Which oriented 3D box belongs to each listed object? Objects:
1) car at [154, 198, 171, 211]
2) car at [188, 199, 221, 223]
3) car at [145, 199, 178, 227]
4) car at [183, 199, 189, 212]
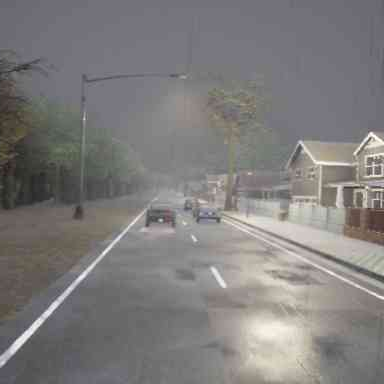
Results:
[{"bbox_3d":[-3.528,1.432,39.657,1.895,1.301,4.718,2,0,-5],"label":"car"},{"bbox_3d":[1.094,1.572,26.171,2.033,1.411,5.357,2,0,-5],"label":"car"},{"bbox_3d":[-2.055,1.408,22.296,1.837,1.490,4.892,2,1,-5],"label":"car"},{"bbox_3d":[0.008,1.520,38.756,2.033,1.411,5.357,2,0,-4],"label":"car"}]
